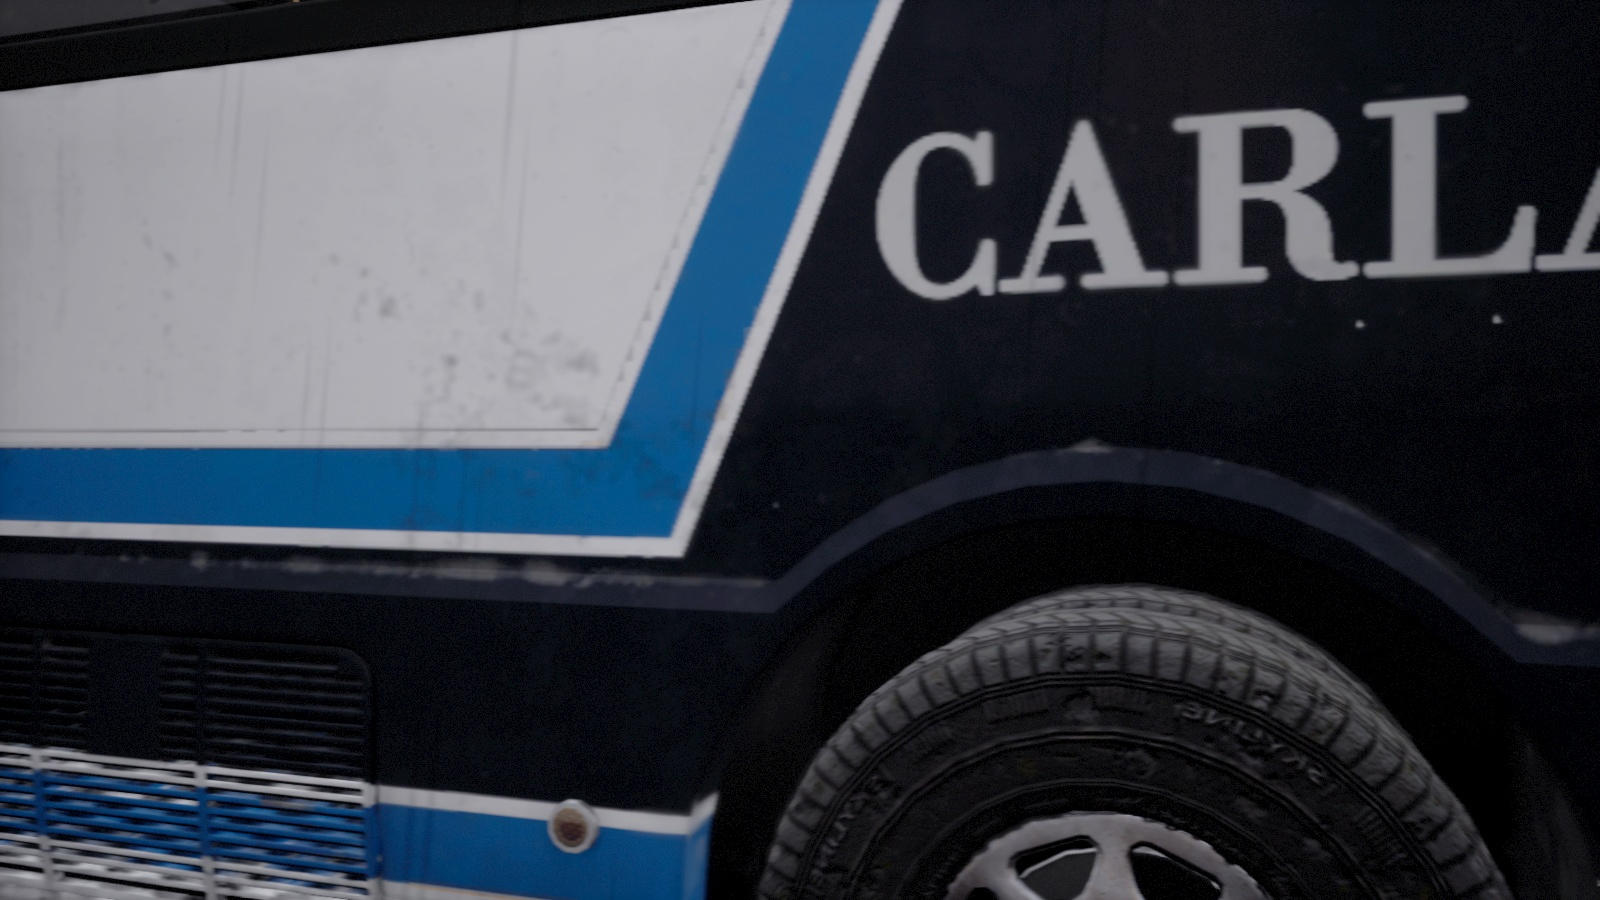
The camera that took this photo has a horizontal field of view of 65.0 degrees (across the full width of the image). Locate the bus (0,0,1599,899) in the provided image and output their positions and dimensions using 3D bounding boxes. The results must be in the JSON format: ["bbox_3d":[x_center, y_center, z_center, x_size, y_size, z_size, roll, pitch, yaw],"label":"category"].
[{"bbox_3d":[-1.555,-0.623,4.221,10.273,4.253,3.944,1,1,19],"label":"bus"}]
